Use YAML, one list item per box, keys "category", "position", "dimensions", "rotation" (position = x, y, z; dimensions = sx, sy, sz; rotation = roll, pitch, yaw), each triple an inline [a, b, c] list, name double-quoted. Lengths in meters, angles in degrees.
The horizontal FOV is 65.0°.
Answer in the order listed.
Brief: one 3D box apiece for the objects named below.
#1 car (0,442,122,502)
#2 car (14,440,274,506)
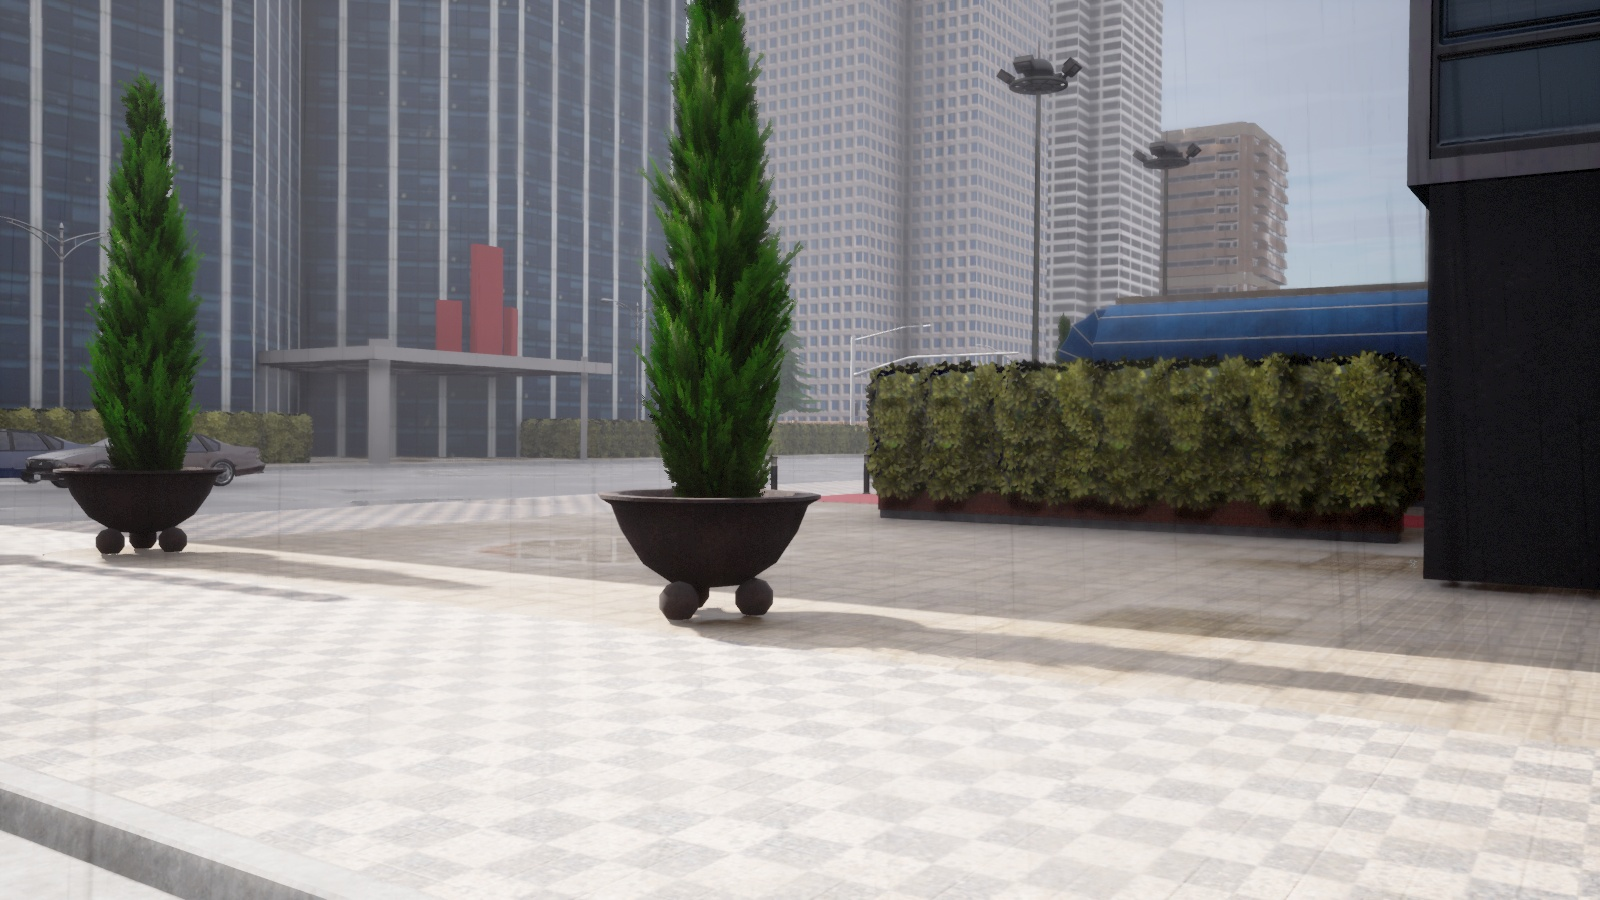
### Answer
- category: "car"
  position: [-20.038, 0.535, 31.129]
  dimensions: [2.033, 1.411, 5.357]
  rotation: [0, 1, 33]
- category: "car"
  position: [-15.983, 0.501, 30.944]
  dimensions: [2.033, 1.411, 5.357]
  rotation: [0, 1, 33]
